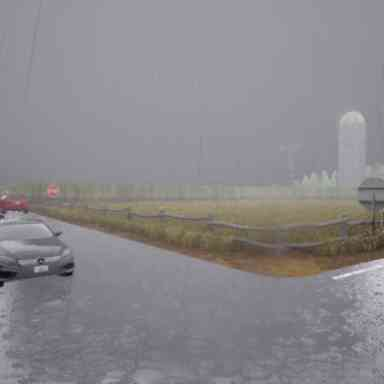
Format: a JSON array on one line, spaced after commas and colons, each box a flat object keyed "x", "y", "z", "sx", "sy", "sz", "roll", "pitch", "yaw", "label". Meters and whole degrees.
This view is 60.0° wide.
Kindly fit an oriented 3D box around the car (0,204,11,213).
[{"x": -12.307, "y": 1.594, "z": 19.848, "sx": 1.895, "sy": 1.301, "sz": 4.718, "roll": 0, "pitch": 0, "yaw": -35, "label": "car"}]

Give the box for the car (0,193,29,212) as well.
[{"x": -18.052, "y": 1.146, "z": 33.609, "sx": 2.150, "sy": 2.045, "sz": 5.566, "roll": 0, "pitch": 0, "yaw": -36, "label": "car"}]

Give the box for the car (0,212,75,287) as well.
[{"x": -4.912, "y": 1.525, "z": 9.548, "sx": 1.812, "sy": 1.442, "sz": 4.674, "roll": 0, "pitch": 0, "yaw": -38, "label": "car"}]
